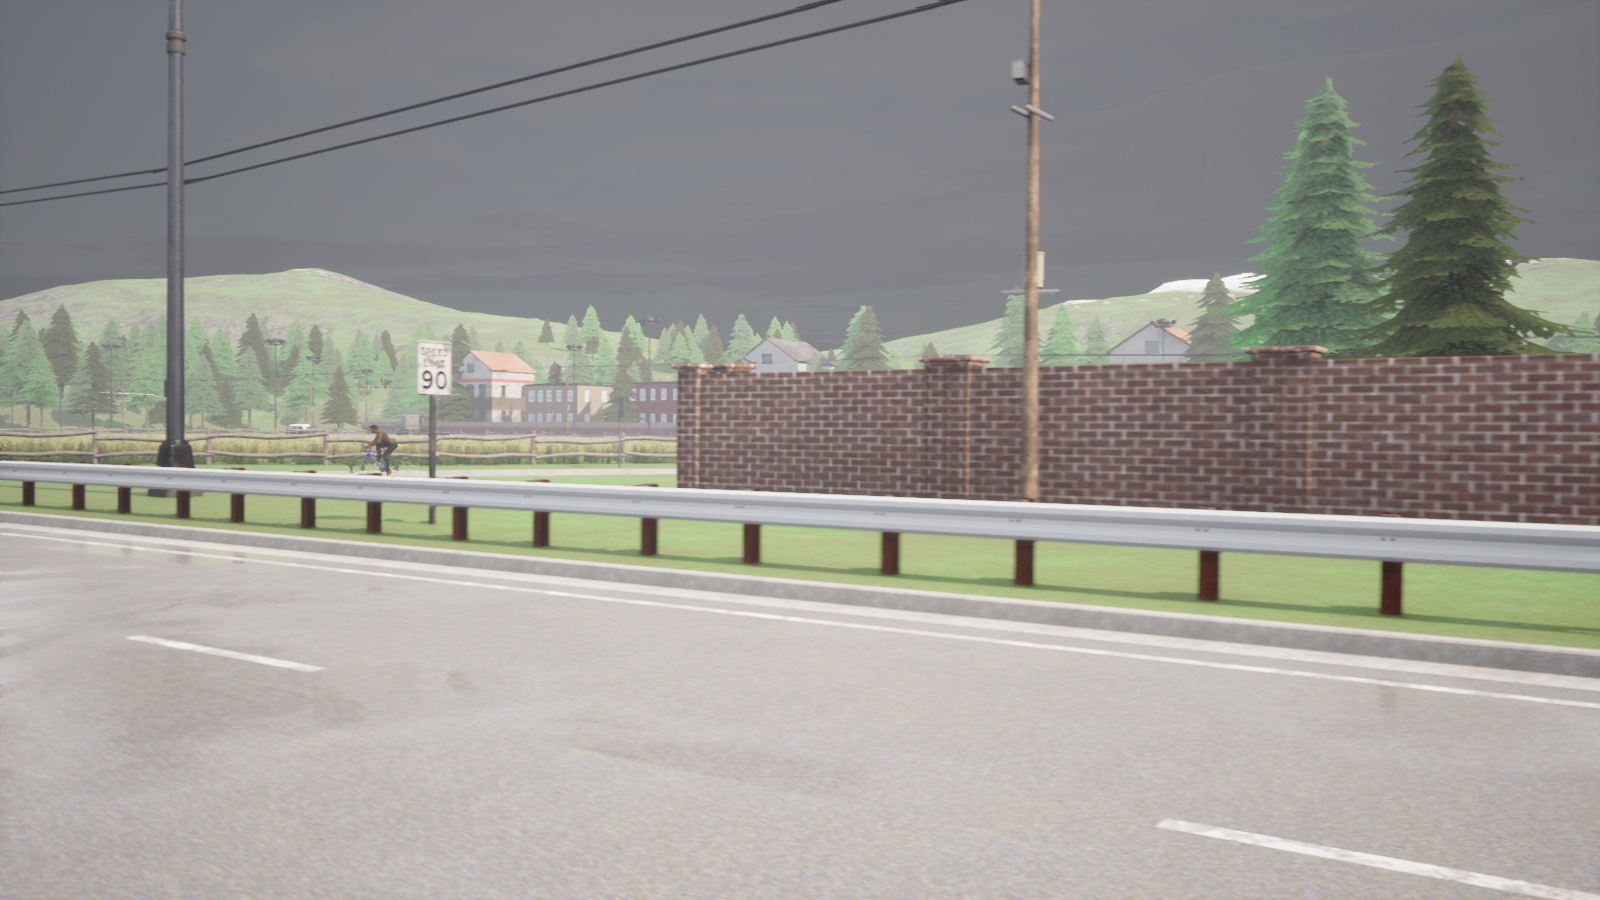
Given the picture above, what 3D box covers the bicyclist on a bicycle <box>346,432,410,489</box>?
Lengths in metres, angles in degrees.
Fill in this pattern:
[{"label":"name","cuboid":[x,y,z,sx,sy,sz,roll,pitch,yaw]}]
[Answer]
[{"label":"bicyclist on a bicycle","cuboid":[-12.394,0.293,36.905,1.656,1.620,0.582,-1,1,-29]}]
